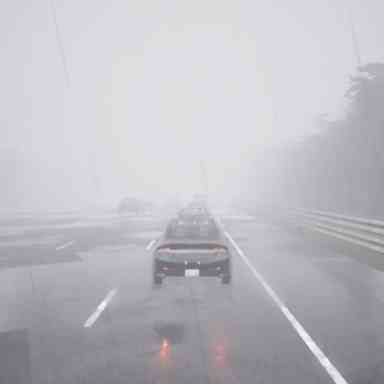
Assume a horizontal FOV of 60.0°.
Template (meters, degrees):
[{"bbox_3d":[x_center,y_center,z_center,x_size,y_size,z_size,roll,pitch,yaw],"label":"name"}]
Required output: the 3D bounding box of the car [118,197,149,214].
[{"bbox_3d":[-6.272,1.305,35.191,2.097,1.767,4.553,0,0,2],"label":"car"}]

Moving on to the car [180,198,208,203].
[{"bbox_3d":[0.373,1.471,27.936,2.033,1.411,5.357,0,0,2],"label":"car"}]

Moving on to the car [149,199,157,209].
[{"bbox_3d":[-5.934,1.589,44.796,1.895,1.301,4.718,0,0,2],"label":"car"}]

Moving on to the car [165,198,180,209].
[{"bbox_3d":[-2.447,1.535,44.473,2.033,1.411,5.357,0,0,3],"label":"car"}]

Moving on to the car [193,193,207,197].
[{"bbox_3d":[1.045,1.209,43.924,2.150,2.045,5.566,0,0,2],"label":"car"}]

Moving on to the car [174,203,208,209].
[{"bbox_3d":[0.124,1.532,18.795,1.895,1.301,4.718,0,0,1],"label":"car"}]

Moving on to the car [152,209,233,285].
[{"bbox_3d":[0.011,1.456,9.363,2.128,1.511,4.902,0,0,0],"label":"car"}]
